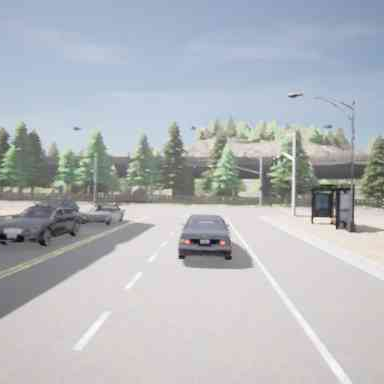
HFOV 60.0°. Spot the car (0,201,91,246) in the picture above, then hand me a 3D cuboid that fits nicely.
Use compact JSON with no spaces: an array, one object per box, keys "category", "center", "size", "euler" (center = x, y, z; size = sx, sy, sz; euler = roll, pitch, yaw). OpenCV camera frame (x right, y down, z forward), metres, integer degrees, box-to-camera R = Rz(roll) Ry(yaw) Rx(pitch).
[{"category":"car","center":[-6.493,1.365,14.670],"size":[2.128,1.511,4.902],"euler":[1,0,3]}]

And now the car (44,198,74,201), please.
[{"category":"car","center":[-9.524,1.218,23.131],"size":[2.097,1.767,4.553],"euler":[1,0,3]}]

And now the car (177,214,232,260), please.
[{"category":"car","center":[0.503,1.553,12.580],"size":[2.033,1.411,5.357],"euler":[1,0,3]}]

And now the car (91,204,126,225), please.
[{"category":"car","center":[-6.035,1.532,22.912],"size":[1.895,1.301,4.718],"euler":[1,0,3]}]
